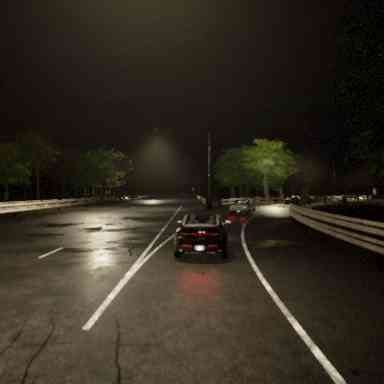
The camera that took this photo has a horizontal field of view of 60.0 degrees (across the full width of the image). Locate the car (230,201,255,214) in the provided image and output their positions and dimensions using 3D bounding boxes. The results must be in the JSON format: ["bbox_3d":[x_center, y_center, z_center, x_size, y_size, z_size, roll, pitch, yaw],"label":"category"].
[{"bbox_3d":[5.405,1.626,35.068,1.895,1.301,4.718,0,0,21],"label":"car"}]

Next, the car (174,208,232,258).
[{"bbox_3d":[0.447,1.515,12.914,1.837,1.490,4.892,0,0,5],"label":"car"}]

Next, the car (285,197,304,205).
[{"bbox_3d":[17.568,1.511,56.995,2.128,1.511,4.902,0,0,38],"label":"car"}]
